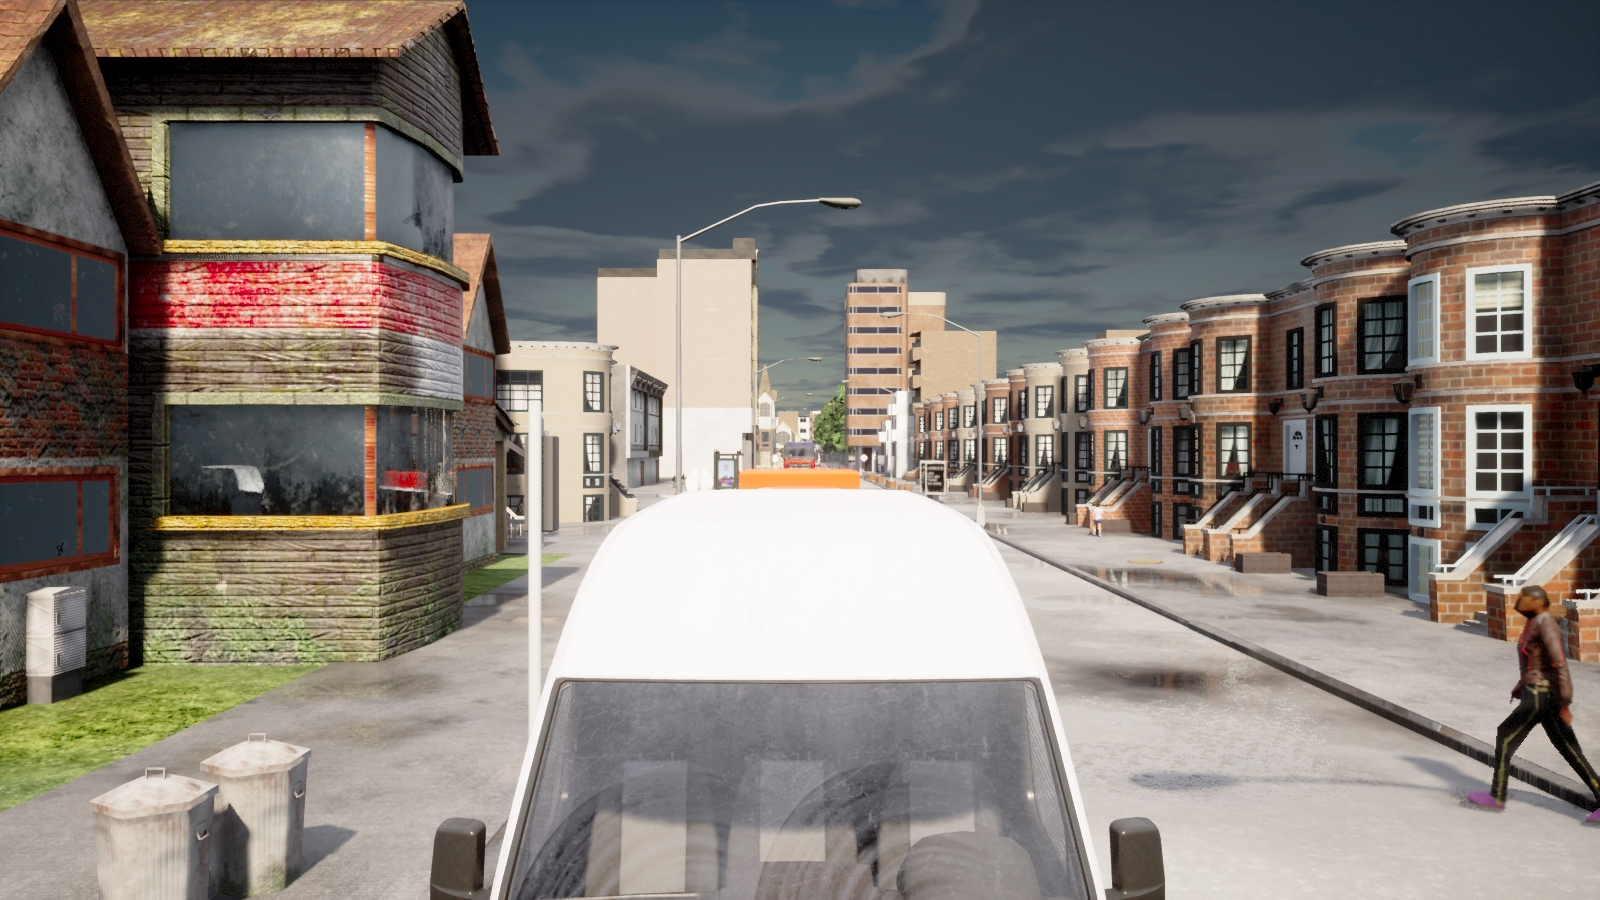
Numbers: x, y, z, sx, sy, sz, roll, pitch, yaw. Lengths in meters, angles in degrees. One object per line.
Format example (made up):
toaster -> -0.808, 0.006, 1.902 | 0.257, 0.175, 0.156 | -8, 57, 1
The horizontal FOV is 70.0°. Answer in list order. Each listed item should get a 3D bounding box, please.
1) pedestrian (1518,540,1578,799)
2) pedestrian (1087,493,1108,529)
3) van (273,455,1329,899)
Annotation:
pedestrian -> 5.652, 1.629, 8.642 | 0.375, 1.860, 0.375 | 0, 0, 32
pedestrian -> 9.276, 1.903, 35.636 | 0.500, 1.100, 0.500 | 0, 0, -3
van -> -0.003, 1.314, 5.110 | 1.988, 2.561, 5.915 | 0, 0, 0
